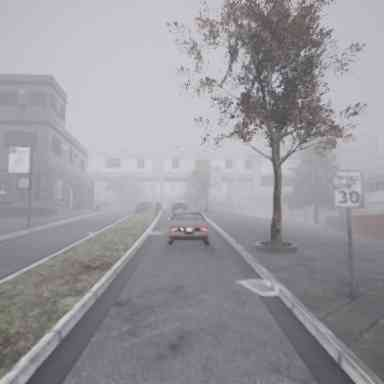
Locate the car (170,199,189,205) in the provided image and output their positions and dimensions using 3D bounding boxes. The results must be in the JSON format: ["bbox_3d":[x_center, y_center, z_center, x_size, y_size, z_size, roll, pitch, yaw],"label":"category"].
[{"bbox_3d":[-1.486,1.662,39.440,1.837,1.490,4.892,0,-1,-4],"label":"car"}]

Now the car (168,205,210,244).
[{"bbox_3d":[-0.203,1.588,16.043,2.033,1.411,5.357,0,0,-2],"label":"car"}]
